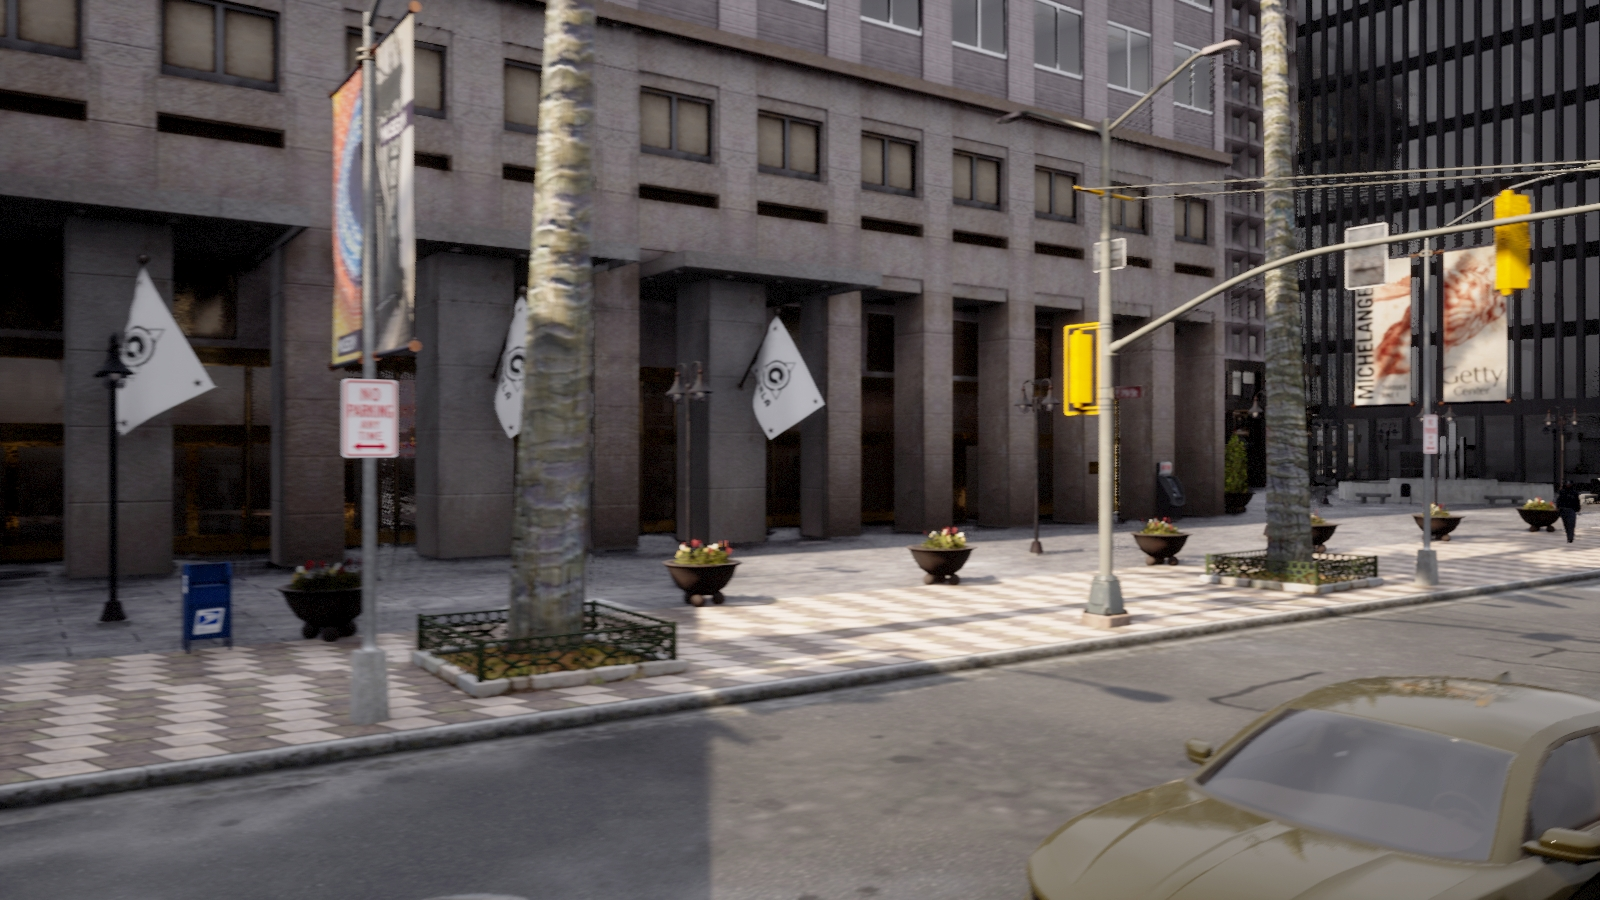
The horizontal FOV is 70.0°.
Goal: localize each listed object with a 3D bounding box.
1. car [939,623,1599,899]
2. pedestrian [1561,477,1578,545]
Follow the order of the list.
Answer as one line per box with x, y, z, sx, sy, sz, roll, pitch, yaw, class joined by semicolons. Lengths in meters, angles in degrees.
3.334;2.032;6.068;5.006;1.535;2.097;0;0;-34;car
21.356;1.688;31.695;0.375;1.860;0.375;0;0;38;pedestrian
